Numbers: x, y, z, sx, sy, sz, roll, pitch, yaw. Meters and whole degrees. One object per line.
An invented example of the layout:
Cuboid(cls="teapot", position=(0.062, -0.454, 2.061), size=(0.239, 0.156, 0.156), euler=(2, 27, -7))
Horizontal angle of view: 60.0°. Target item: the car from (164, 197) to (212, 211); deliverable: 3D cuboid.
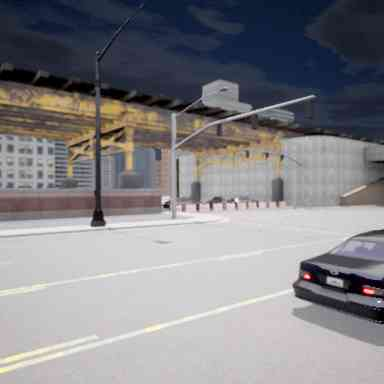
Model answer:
Cuboid(cls="car", position=(-0.607, 1.351, 38.038), size=(4.974, 1.542, 2.038), euler=(0, 0, 8))

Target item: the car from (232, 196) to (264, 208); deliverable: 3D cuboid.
Cuboid(cls="car", position=(6.997, 1.145, 44.476), size=(4.536, 1.218, 1.853), euler=(0, 0, -7))

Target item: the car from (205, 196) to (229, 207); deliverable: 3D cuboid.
Cuboid(cls="car", position=(3.154, 1.171, 40.773), size=(1.853, 1.218, 4.536), euler=(0, 0, 18))

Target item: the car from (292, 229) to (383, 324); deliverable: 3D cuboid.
Cuboid(cls="car", position=(4.400, 1.511, 6.917), size=(5.357, 1.411, 2.033), euler=(0, 0, -35))

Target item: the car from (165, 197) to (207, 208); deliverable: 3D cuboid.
Cuboid(cls="car", position=(-0.659, 1.193, 38.045), size=(4.536, 1.218, 1.853), euler=(0, 0, 8))

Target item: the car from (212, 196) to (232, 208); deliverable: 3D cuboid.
Cuboid(cls="car", position=(3.138, 1.328, 40.723), size=(2.038, 1.542, 4.974), euler=(0, 0, 18))

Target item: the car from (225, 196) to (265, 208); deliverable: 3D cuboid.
Cuboid(cls="car", position=(7.049, 1.302, 44.483), size=(4.974, 1.542, 2.038), euler=(0, 0, -7))
